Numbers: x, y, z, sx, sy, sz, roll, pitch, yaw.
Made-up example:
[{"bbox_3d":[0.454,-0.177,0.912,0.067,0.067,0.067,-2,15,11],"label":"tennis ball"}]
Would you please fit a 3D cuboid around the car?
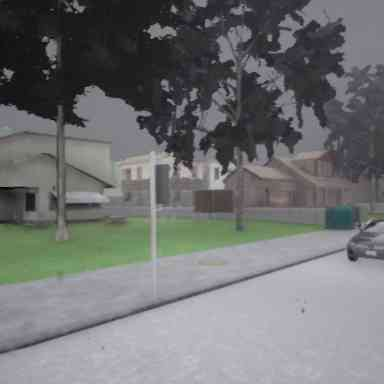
[{"bbox_3d":[7.368,1.713,12.297,4.674,1.442,1.812,1,-2,-45],"label":"car"}]
